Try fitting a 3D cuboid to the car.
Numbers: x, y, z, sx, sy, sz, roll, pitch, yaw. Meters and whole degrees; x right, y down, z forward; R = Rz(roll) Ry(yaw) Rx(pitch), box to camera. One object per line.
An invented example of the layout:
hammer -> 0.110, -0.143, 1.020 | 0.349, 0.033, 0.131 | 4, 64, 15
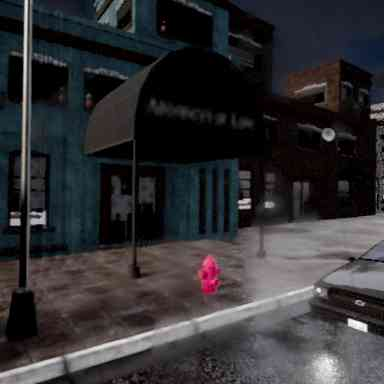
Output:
car -> 4.540, 1.535, 6.395 | 5.357, 1.411, 2.033 | 0, 0, -36
